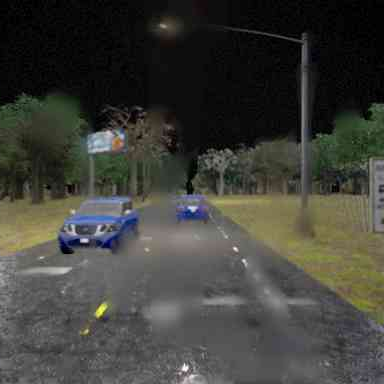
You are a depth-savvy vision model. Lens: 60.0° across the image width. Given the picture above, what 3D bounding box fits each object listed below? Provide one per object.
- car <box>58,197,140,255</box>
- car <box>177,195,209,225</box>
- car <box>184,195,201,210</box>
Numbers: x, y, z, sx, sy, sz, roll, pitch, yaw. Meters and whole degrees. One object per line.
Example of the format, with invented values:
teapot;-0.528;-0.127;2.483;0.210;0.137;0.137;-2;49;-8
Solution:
car;-3.590;1.266;13.906;2.150;2.045;5.566;0;0;0
car;0.087;1.251;24.279;2.150;2.045;5.566;0;0;0
car;0.091;1.246;42.091;2.097;1.767;4.553;0;1;0
